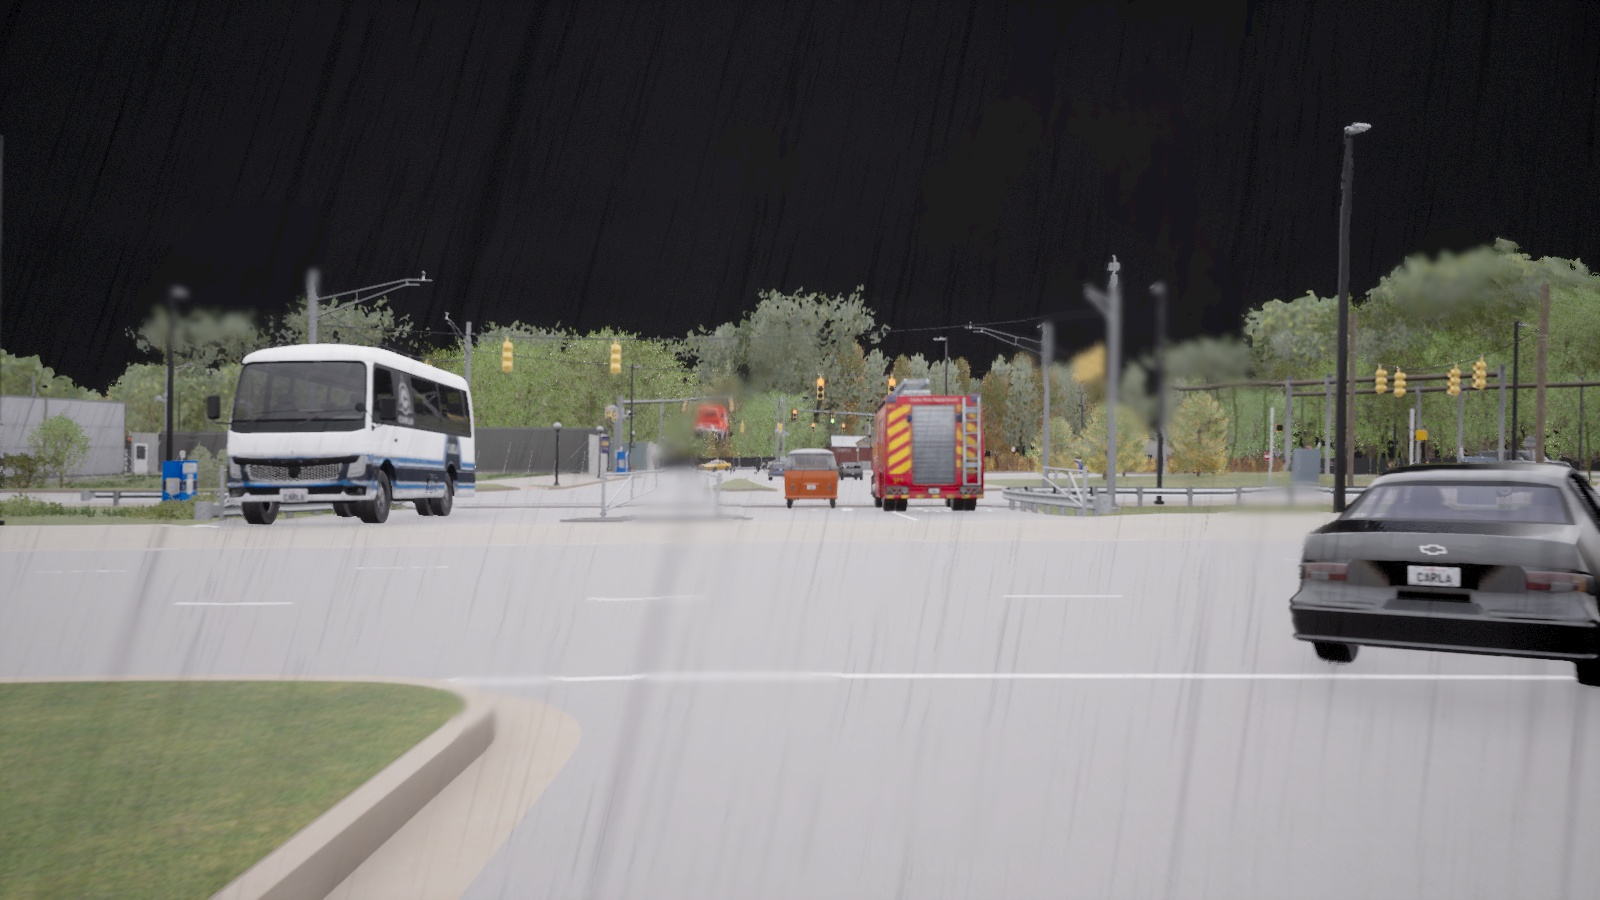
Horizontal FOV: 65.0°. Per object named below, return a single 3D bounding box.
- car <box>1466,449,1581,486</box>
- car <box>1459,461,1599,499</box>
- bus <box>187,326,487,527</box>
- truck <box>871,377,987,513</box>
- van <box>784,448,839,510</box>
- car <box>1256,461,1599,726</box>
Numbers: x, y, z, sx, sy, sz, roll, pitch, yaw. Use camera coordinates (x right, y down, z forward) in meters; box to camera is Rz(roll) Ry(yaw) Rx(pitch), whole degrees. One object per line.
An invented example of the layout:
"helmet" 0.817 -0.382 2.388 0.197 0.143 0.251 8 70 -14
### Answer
"car" 41.997 1.059 73.091 2.150 2.045 5.566 1 -2 -24
"car" 30.750 1.252 52.973 4.892 1.490 1.837 -1 0 0
"bus" -11.190 -0.353 32.005 3.944 4.253 10.273 -1 -2 -1
"truck" 3.884 -0.037 39.693 2.891 3.827 8.468 0 -1 1
"van" 0.406 0.930 42.922 1.775 1.987 4.442 0 0 1
"car" 5.248 0.804 9.468 2.033 1.411 5.357 0 0 36
